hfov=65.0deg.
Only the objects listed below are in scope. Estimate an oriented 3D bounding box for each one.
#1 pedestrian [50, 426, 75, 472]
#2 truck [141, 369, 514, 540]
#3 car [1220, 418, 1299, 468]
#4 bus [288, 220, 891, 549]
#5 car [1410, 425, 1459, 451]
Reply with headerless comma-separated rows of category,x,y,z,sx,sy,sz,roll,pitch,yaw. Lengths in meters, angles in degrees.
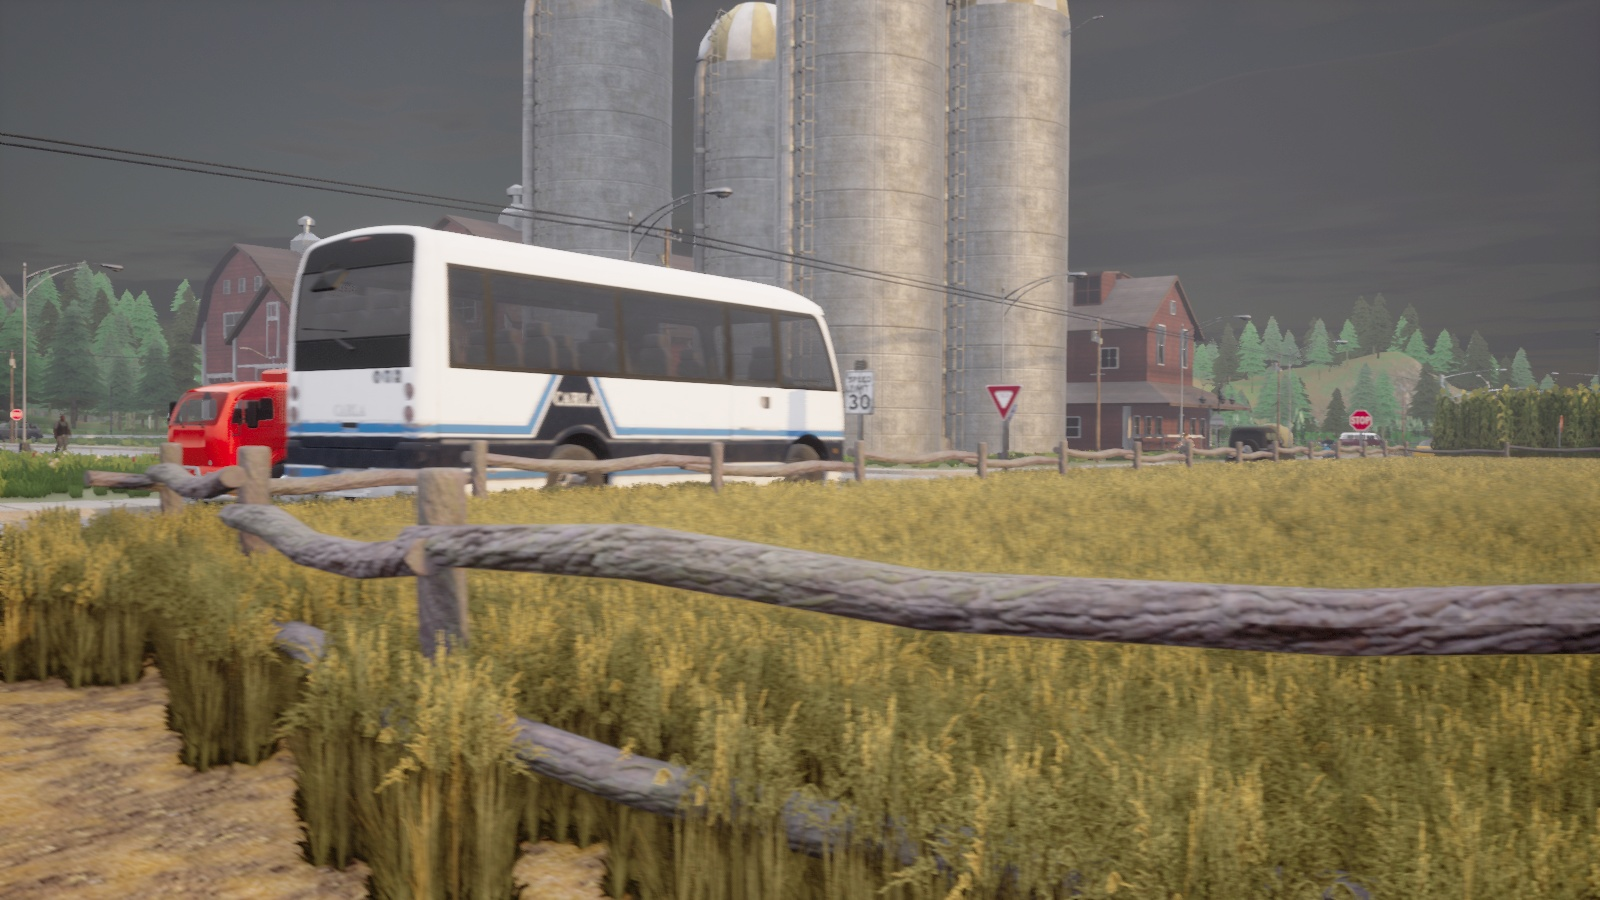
pedestrian,-30.213,-0.041,51.427,0.849,1.883,0.563,0,1,35
truck,-7.678,0.032,20.945,2.627,2.467,5.204,0,1,37
car,18.234,-0.314,49.738,1.905,1.878,3.866,0,1,37
bus,-2.892,-0.912,21.513,3.944,4.253,10.273,0,1,37
car,39.512,-0.751,78.141,1.801,1.575,5.366,0,1,37
